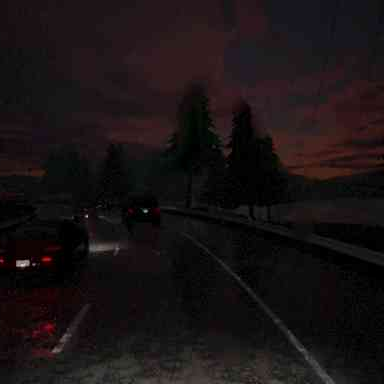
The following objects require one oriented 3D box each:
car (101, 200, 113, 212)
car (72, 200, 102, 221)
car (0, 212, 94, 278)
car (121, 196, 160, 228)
[{"bbox_3d":[-11.472,1.709,41.487,2.033,1.411,5.357,0,0,-30],"label":"car"},{"bbox_3d":[-8.909,1.616,27.821,1.837,1.490,4.892,0,0,-20],"label":"car"},{"bbox_3d":[-4.415,1.569,10.324,1.812,1.442,4.674,0,0,-8],"label":"car"},{"bbox_3d":[-3.693,1.309,23.469,2.150,2.045,5.566,0,0,-16],"label":"car"}]
